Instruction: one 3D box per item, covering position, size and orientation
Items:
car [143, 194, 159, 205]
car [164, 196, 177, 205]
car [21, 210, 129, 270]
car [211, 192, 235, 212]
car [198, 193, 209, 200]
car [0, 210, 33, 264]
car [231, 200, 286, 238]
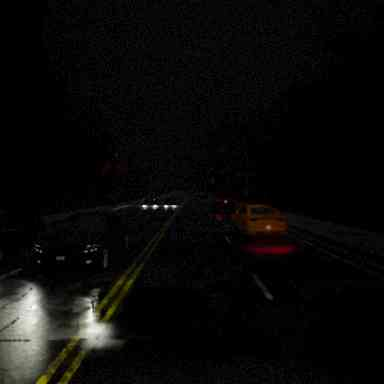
[{"bbox_3d":[-6.571,1.137,53.139,2.097,1.767,4.553,0,0,0],"label":"car"},{"bbox_3d":[-3.326,1.334,52.234,2.033,1.411,5.357,0,0,0],"label":"car"},{"bbox_3d":[-3.352,1.409,10.964,1.882,1.535,5.008,0,0,0],"label":"car"},{"bbox_3d":[3.352,1.052,35.801,2.150,2.045,5.566,0,0,0],"label":"car"},{"bbox_3d":[3.204,1.218,84.828,1.837,1.490,4.892,0,0,0],"label":"car"},{"bbox_3d":[-6.601,1.435,11.239,1.837,1.490,4.892,0,0,0],"label":"car"},{"bbox_3d":[3.349,1.378,17.011,1.882,1.535,5.008,0,0,0],"label":"car"}]
